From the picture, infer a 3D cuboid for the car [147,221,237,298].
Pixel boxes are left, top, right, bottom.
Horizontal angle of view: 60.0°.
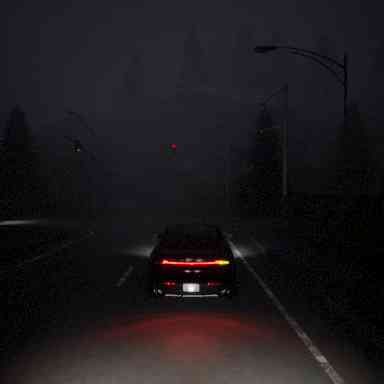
[{"bbox_3d":[0.025,1.505,8.514,1.837,1.490,4.892,0,0,1],"label":"car"}]
